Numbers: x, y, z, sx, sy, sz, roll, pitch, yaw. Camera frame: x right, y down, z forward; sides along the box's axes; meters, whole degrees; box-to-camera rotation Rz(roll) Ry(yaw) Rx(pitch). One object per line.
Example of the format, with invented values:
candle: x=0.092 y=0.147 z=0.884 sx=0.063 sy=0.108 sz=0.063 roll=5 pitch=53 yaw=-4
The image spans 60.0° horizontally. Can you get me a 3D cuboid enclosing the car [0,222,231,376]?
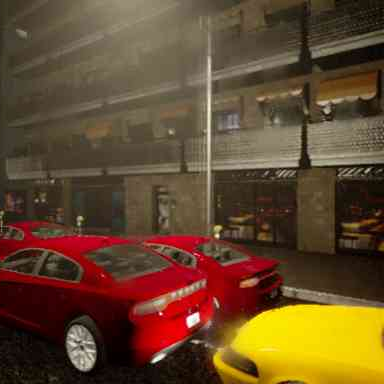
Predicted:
car: x=-2.062 y=1.498 z=5.649 sx=5.008 sy=1.535 sz=1.882 roll=0 pitch=0 yaw=33

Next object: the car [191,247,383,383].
car: x=2.719 y=1.467 z=2.409 sx=5.366 sy=1.575 sz=1.801 roll=0 pitch=0 yaw=36

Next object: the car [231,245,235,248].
car: x=-0.438 y=1.570 z=6.876 sx=4.507 sy=1.381 sz=1.887 roll=0 pitch=0 yaw=36
